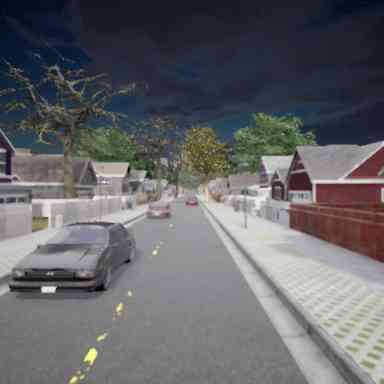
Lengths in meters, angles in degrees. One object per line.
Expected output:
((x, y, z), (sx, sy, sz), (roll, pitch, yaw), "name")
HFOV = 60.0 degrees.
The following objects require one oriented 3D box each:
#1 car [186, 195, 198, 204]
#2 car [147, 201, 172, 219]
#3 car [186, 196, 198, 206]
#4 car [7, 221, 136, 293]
((0.007, 1.452, 65.393), (2.128, 1.511, 4.902), (0, 0, 0), "car")
((-2.782, 1.507, 29.029), (1.812, 1.442, 4.674), (0, 0, 1), "car")
((0.005, 1.533, 55.391), (1.994, 1.385, 4.181), (0, 0, 0), "car")
((-2.805, 1.539, 9.220), (2.033, 1.411, 5.357), (0, 0, 0), "car")
